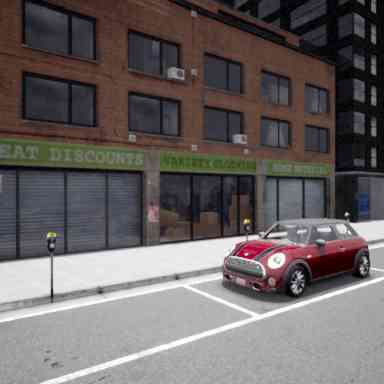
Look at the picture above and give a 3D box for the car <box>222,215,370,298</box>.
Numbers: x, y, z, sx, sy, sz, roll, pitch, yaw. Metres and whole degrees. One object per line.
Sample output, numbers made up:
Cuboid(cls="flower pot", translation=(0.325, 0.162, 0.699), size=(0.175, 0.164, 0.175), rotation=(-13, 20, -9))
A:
Cuboid(cls="car", translation=(2.694, 1.439, 8.456), size=(4.097, 1.590, 1.967), rotation=(0, 0, -35))
